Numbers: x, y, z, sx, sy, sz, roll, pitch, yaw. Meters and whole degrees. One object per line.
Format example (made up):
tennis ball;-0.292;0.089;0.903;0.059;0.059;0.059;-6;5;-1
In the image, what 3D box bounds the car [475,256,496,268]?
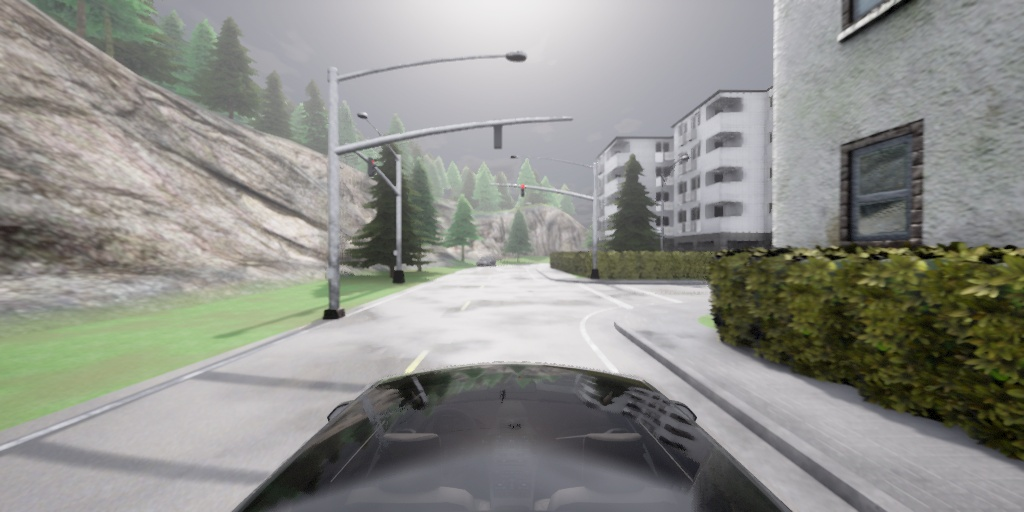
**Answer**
car;-3.540;0.849;49.466;1.837;1.490;4.892;0;2;14
